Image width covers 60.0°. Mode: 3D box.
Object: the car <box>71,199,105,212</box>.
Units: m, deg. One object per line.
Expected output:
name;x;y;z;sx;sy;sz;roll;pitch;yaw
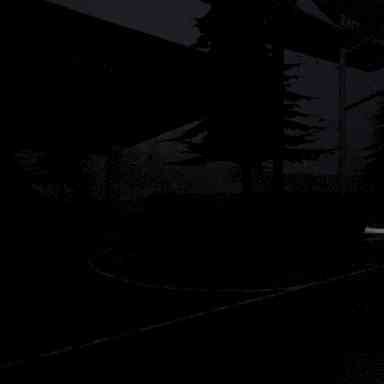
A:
car;-11.177;1.484;37.556;4.902;1.511;2.128;-1;0;-38

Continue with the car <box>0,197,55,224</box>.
car;-11.894;1.314;23.518;3.866;1.878;1.905;0;0;-36
